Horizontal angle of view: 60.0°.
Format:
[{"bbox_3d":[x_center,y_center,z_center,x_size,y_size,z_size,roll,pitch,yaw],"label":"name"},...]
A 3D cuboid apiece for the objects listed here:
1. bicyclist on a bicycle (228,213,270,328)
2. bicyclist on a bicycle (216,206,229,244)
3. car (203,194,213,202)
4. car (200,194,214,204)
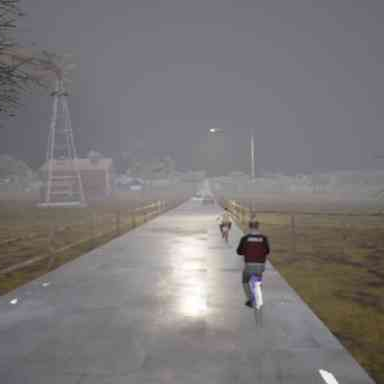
[{"bbox_3d":[1.113,1.369,6.108,0.659,1.776,1.843,-1,0,3],"label":"bicyclist on a bicycle"},{"bbox_3d":[1.509,1.443,14.891,0.866,1.612,1.509,-1,0,3],"label":"bicyclist on a bicycle"},{"bbox_3d":[3.492,1.338,73.878,2.128,1.511,4.902,-1,1,3],"label":"car"},{"bbox_3d":[2.911,1.420,59.195,2.128,1.511,4.902,-1,0,3],"label":"car"}]
